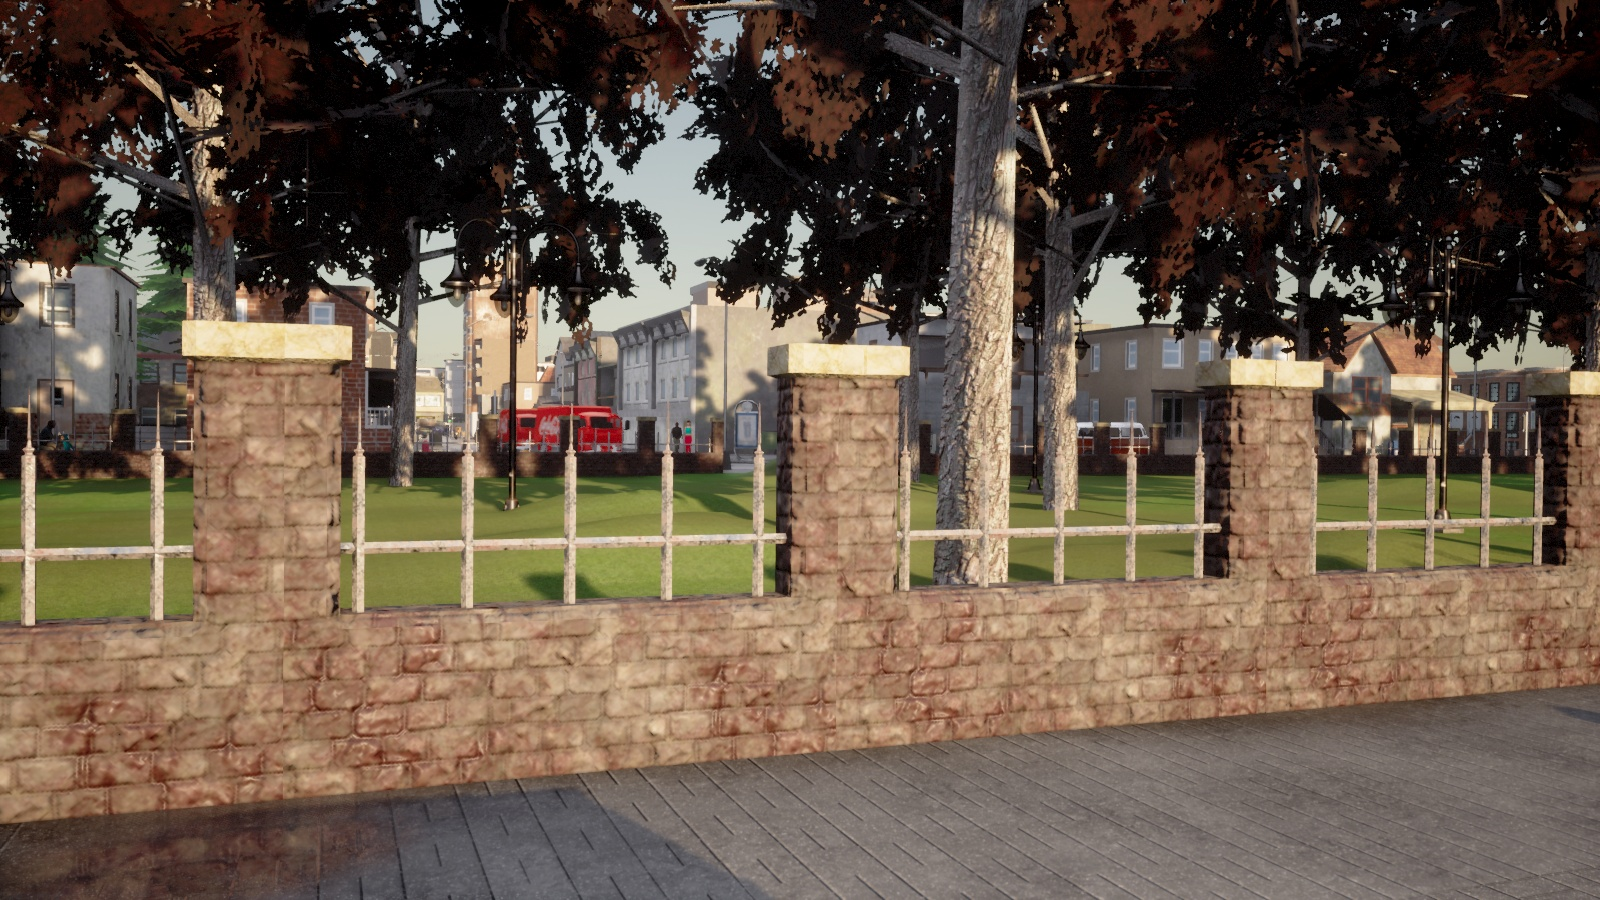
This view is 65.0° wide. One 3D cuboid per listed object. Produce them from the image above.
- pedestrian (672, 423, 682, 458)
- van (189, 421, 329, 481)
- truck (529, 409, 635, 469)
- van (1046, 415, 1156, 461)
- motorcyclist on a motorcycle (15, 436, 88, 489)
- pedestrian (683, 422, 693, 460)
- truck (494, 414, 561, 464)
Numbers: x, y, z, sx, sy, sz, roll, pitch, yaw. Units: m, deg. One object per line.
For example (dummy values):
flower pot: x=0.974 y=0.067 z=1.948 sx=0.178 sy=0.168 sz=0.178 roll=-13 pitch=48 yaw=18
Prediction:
pedestrian: x=-6.588 y=-0.512 z=67.078 sx=0.431 sy=1.840 sz=0.703 roll=-1 pitch=1 yaw=-13
van: x=-19.262 y=-0.001 z=44.900 sx=4.480 sy=2.038 sz=2.069 roll=-1 pitch=1 yaw=-21
truck: x=-9.557 y=-0.480 z=54.804 sx=2.627 sy=2.467 sz=5.204 roll=0 pitch=1 yaw=-34
van: x=13.751 y=-0.562 z=57.438 sx=4.480 sy=2.038 sz=2.069 roll=-1 pitch=1 yaw=-21
motorcyclist on a motorcycle: x=-23.256 y=0.367 z=39.053 sx=1.817 sy=1.590 sz=0.866 roll=-1 pitch=1 yaw=-22
pedestrian: x=-5.517 y=-0.440 z=61.904 sx=0.345 sy=1.836 sz=0.594 roll=0 pitch=1 yaw=11
truck: x=-14.164 y=-0.597 z=65.134 sx=2.627 sy=2.467 sz=5.204 roll=-1 pitch=1 yaw=-21
